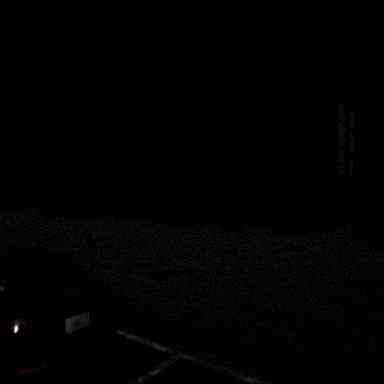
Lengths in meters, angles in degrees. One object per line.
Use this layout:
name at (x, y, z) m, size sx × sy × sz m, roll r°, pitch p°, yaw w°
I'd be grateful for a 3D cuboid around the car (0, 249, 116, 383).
car at (-3.029, 1.567, 5.123) m, size 4.313 × 1.339 × 1.947 m, roll 0°, pitch 0°, yaw 36°
